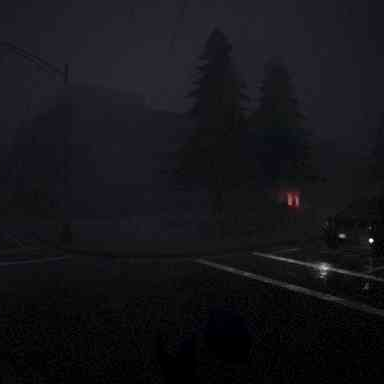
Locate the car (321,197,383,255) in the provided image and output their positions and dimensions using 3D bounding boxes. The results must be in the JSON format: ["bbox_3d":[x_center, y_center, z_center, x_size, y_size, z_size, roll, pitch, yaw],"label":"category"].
[{"bbox_3d":[7.682,1.248,13.754,5.566,2.045,2.150,0,0,-37],"label":"car"}]
